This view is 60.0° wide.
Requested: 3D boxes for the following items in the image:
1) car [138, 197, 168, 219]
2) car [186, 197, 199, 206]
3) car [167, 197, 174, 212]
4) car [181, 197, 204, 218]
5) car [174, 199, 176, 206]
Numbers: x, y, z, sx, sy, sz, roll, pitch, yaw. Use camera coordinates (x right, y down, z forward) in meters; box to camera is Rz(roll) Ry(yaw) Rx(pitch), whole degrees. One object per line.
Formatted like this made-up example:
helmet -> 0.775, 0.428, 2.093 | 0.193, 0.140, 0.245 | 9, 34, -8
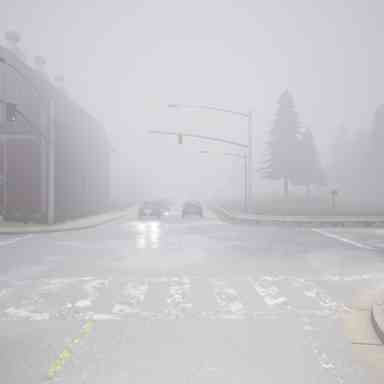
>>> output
car -> -3.577, 1.492, 29.636 | 2.128, 1.511, 4.902 | 0, 0, 0
car -> 0.044, 1.547, 55.918 | 2.033, 1.411, 5.357 | 0, 0, 0
car -> -3.567, 1.505, 39.801 | 1.837, 1.490, 4.892 | 0, 0, 0
car -> 0.024, 1.492, 30.452 | 2.128, 1.511, 4.902 | 0, 0, 0
car -> -3.547, 1.526, 51.219 | 1.812, 1.442, 4.674 | 0, 0, 0
